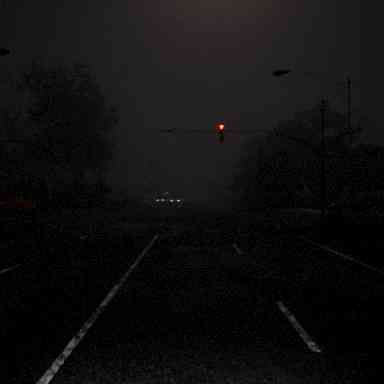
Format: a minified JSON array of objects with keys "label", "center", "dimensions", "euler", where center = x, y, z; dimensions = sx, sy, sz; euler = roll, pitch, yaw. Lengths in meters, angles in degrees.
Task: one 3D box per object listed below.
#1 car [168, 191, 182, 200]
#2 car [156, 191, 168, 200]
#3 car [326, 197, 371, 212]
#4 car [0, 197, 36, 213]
[{"label":"car","center":[-4.047,0.806,80.020],"dimensions":[2.150,2.045,5.566],"euler":[0,1,-3]},{"label":"car","center":[-7.540,1.123,79.810],"dimensions":[2.033,1.411,5.357],"euler":[0,1,-3]},{"label":"car","center":[17.001,1.327,36.189],"dimensions":[4.674,1.442,1.812],"euler":[0,0,-3]},{"label":"car","center":[-18.735,1.288,34.166],"dimensions":[5.008,1.535,1.882],"euler":[0,0,-3]}]
